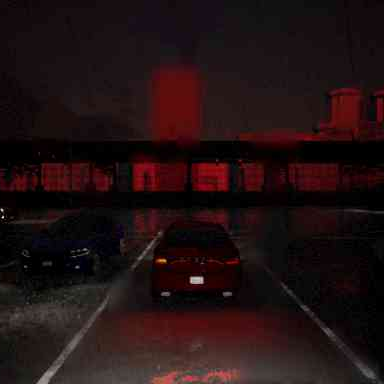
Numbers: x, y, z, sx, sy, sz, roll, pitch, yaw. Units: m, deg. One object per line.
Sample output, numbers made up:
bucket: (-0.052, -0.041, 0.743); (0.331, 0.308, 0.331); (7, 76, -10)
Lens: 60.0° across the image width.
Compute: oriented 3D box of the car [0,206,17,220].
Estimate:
car: (-15.816, 1.352, 25.241); (4.553, 1.767, 2.097); (0, 0, 2)

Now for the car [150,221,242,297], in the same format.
car: (0.095, 1.478, 8.616); (1.882, 1.535, 5.008); (0, 0, 0)

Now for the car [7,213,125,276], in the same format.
car: (-3.474, 1.482, 10.598); (1.882, 1.535, 5.008); (0, 0, 1)

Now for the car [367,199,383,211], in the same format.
car: (22.728, 1.403, 38.406); (4.674, 1.442, 1.812); (-1, 0, 1)
